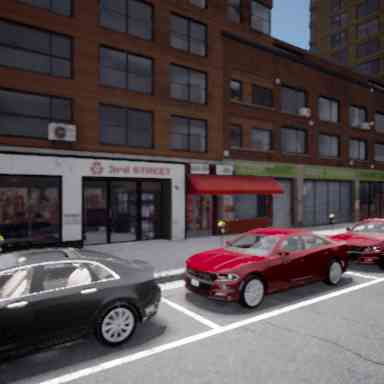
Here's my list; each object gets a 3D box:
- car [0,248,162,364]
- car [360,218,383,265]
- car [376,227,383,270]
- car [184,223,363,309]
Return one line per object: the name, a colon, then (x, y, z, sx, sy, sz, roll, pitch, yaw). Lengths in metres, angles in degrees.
car: (-2.543, 1.552, 4.720, 4.403, 1.369, 2.008, 0, 0, -35)
car: (6.334, 1.562, 11.048, 4.507, 1.381, 1.887, 0, 0, -35)
car: (6.576, 1.579, 8.051, 4.181, 1.385, 1.994, 0, 0, -35)
car: (1.896, 1.553, 7.884, 4.507, 1.381, 1.887, 0, 0, -35)
